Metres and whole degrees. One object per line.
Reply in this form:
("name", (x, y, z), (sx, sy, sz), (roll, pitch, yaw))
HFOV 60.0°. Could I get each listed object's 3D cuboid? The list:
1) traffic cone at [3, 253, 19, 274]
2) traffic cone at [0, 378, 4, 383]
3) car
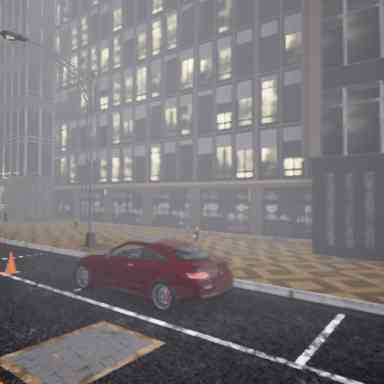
("traffic cone", (-5.325, 2.087, 9.822), (0.340, 0.580, 0.340), (0, -1, 37))
("traffic cone", (-2.327, 2.008, 3.823), (0.340, 0.580, 0.340), (0, -1, 37))
("car", (-1.035, 1.711, 7.818), (4.206, 1.307, 1.802), (0, -1, 37))
